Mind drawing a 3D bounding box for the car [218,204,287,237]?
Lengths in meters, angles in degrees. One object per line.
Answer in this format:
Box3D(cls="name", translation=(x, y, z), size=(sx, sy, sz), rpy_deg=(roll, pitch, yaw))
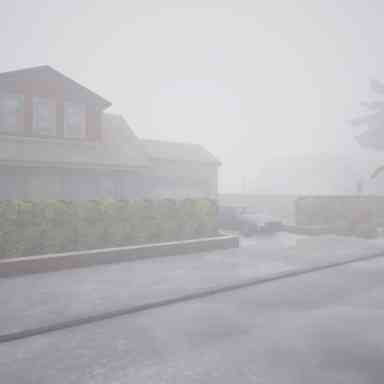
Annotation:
Box3D(cls="car", translation=(2.261, 1.356, 17.010), size=(2.033, 1.415, 5.357), rpy_deg=(0, 0, -33))
